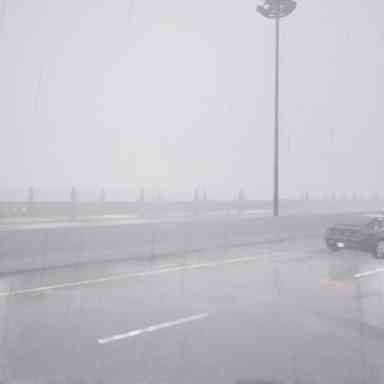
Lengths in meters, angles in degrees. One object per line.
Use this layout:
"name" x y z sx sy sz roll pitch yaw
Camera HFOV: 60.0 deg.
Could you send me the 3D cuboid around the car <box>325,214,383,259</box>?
"car" 7.337 1.654 13.373 4.892 1.490 1.837 0 0 -35
